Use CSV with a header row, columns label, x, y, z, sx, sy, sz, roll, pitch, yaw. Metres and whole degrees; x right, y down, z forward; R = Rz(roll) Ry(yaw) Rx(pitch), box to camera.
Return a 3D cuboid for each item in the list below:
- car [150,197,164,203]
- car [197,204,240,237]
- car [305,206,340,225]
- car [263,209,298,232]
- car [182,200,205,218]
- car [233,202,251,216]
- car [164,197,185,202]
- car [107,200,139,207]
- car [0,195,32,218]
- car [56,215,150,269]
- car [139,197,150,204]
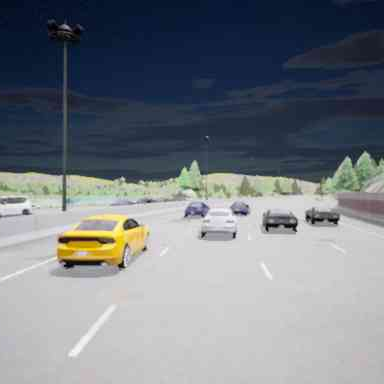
label,x,y,z,sx,sy,sz,roll,pitch,yaw
car,-6.049,1.802,66.788,1.812,1.442,4.674,0,0,23
car,1.592,1.619,18.572,1.812,1.442,4.674,0,0,8
car,9.897,1.756,25.628,1.895,1.301,4.718,0,0,12
car,5.533,1.721,21.353,1.895,1.301,4.718,0,0,9
car,0.568,1.679,31.854,1.812,1.442,4.674,0,0,13
car,5.117,1.749,35.456,1.994,1.385,4.181,0,0,15
car,-2.932,1.693,65.187,2.097,1.767,4.553,0,0,23
car,-8.440,1.685,39.683,1.812,1.442,4.674,0,0,16
car,-15.092,1.296,26.259,2.150,2.045,5.566,0,0,10
car,-2.760,1.523,11.427,1.882,1.535,5.008,0,0,5
car,-9.449,1.791,67.714,2.128,1.511,4.902,0,0,22
